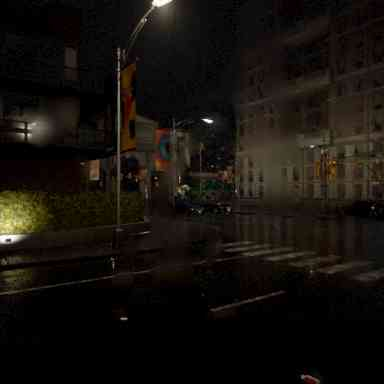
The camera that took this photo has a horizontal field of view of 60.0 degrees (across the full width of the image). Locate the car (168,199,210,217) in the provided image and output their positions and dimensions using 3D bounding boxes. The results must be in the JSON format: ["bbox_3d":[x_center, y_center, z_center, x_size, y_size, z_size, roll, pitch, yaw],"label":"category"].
[{"bbox_3d":[-0.621,1.526,32.112,1.812,1.442,4.674,0,0,-35],"label":"car"}]

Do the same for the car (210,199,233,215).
[{"bbox_3d":[2.170,1.491,34.229,2.128,1.511,4.902,0,0,-35],"label":"car"}]

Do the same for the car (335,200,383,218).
[{"bbox_3d":[15.304,1.505,29.823,1.837,1.490,4.892,0,0,-35],"label":"car"}]
